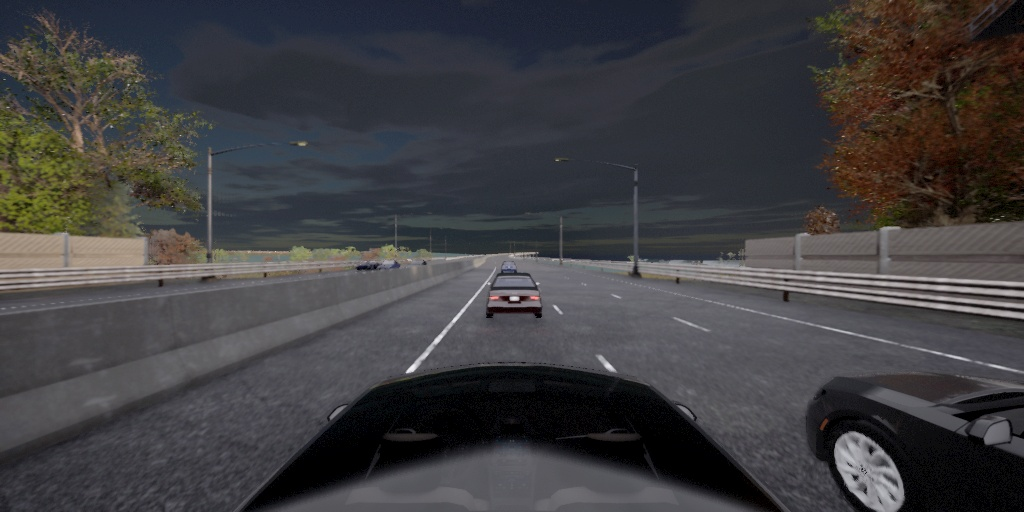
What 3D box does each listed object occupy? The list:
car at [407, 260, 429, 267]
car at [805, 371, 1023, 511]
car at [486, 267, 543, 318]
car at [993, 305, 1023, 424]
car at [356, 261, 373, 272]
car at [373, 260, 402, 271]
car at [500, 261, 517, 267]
[{"bbox_3d":[-11.085,1.240,42.537,1.837,1.490,4.892,0,0,-1],"label":"car"},{"bbox_3d":[3.592,1.254,1.254,1.837,1.490,4.892,0,0,0],"label":"car"},{"bbox_3d":[0.054,1.296,13.018,2.033,1.411,5.357,0,0,0],"label":"car"},{"bbox_3d":[7.092,1.312,2.449,1.994,1.385,4.181,0,0,0],"label":"car"},{"bbox_3d":[-18.160,1.336,45.768,1.895,1.301,4.718,0,0,-1],"label":"car"},{"bbox_3d":[-14.595,1.262,42.916,1.812,1.442,4.674,0,0,-1],"label":"car"},{"bbox_3d":[-0.378,1.281,42.047,2.033,1.411,5.357,0,0,-1],"label":"car"}]
